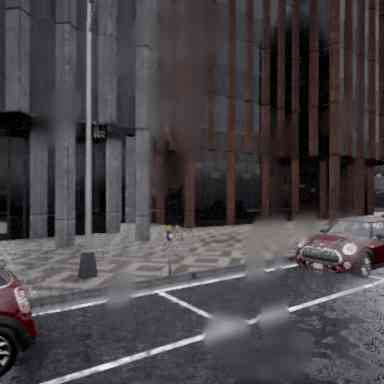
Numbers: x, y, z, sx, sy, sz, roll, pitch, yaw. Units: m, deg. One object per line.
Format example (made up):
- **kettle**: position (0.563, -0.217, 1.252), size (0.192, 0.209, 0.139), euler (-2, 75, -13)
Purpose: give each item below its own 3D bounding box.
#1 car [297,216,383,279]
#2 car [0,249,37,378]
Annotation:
- **car**: position (5.080, 1.519, 10.278), size (4.097, 1.590, 1.967), euler (1, -1, -36)
- **car**: position (-4.096, 1.430, 3.729), size (4.097, 1.590, 1.967), euler (1, -1, -36)
